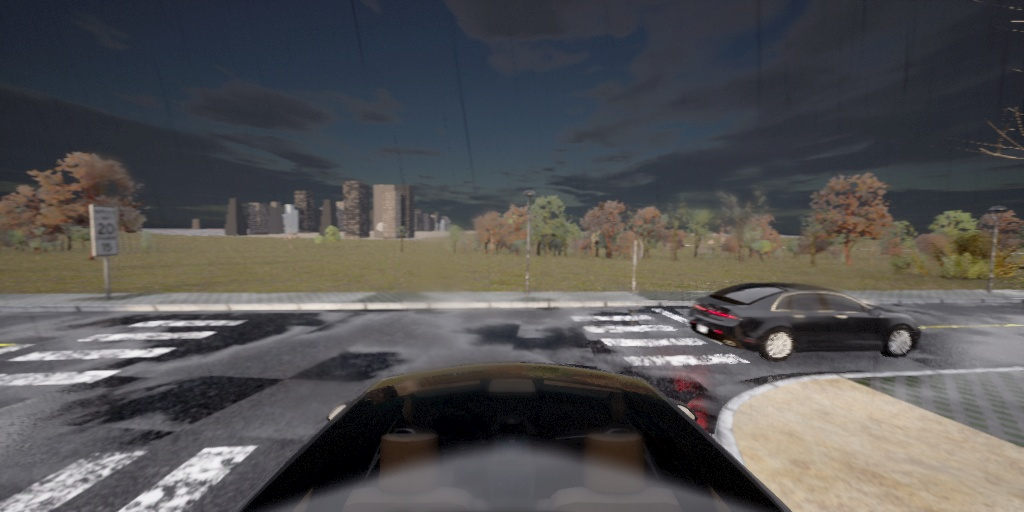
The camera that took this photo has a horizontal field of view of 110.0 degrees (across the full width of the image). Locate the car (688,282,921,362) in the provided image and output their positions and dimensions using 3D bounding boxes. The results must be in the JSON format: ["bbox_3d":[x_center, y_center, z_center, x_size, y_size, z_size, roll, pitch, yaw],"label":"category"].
[{"bbox_3d":[6.618,1.390,8.244,4.892,1.490,1.837,0,4,-7],"label":"car"}]
